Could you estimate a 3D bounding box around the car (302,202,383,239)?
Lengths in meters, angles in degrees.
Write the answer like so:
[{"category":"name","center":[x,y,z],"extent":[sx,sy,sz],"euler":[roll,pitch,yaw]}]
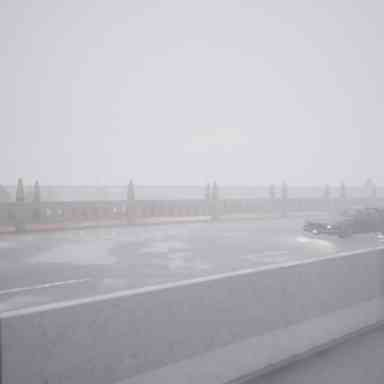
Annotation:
[{"category":"car","center":[8.044,1.431,16.492],"extent":[5.357,1.411,2.033],"euler":[0,0,-26]}]
